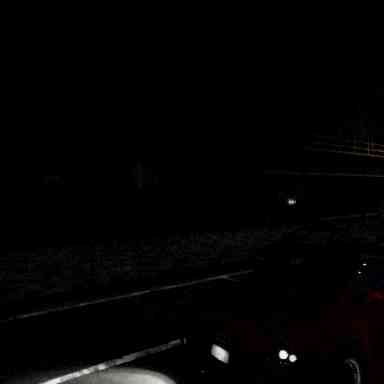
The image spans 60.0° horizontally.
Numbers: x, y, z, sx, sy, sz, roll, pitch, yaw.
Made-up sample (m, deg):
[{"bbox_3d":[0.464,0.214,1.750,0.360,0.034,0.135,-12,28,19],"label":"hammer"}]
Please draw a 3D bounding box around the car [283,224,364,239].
[{"bbox_3d":[3.501,1.549,9.014,4.206,1.307,1.802,0,0,-35],"label":"car"}]

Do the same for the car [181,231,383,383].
[{"bbox_3d":[1.925,1.547,4.740,4.181,1.385,1.994,0,0,-35],"label":"car"}]
